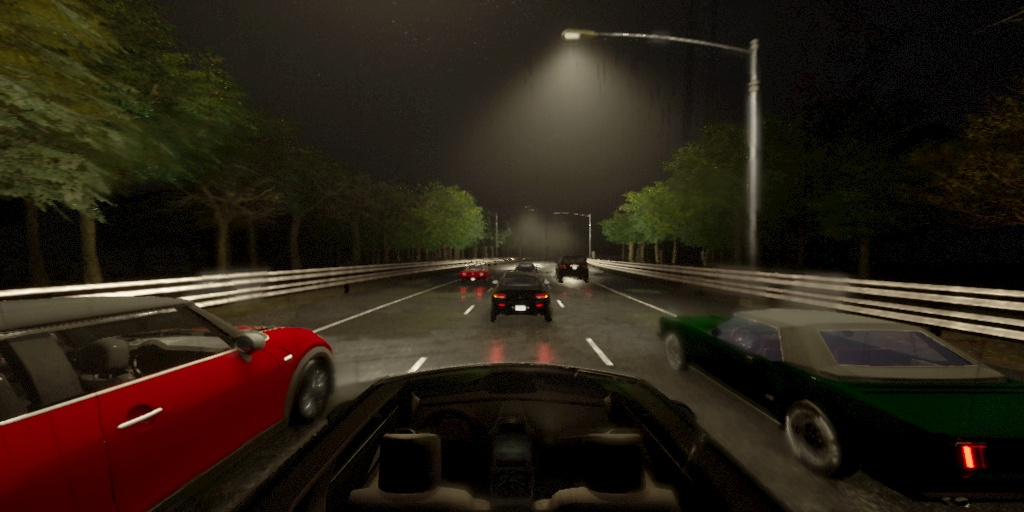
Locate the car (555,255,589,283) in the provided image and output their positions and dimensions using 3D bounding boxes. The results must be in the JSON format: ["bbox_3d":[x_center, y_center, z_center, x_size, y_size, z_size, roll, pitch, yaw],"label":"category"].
[{"bbox_3d":[4.541,0.910,27.605,2.150,2.045,5.566,0,0,4],"label":"car"}]

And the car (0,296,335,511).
[{"bbox_3d":[-3.357,1.096,2.833,2.097,1.767,4.553,0,0,0],"label":"car"}]

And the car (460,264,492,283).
[{"bbox_3d":[-2.526,1.285,26.813,1.895,1.301,4.718,0,0,4],"label":"car"}]

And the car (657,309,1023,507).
[{"bbox_3d":[3.644,1.347,4.635,1.895,1.301,4.718,0,0,0],"label":"car"}]

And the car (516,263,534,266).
[{"bbox_3d":[1.149,1.245,29.139,1.994,1.385,4.181,0,0,4],"label":"car"}]

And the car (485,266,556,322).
[{"bbox_3d":[0.300,1.250,12.106,1.812,1.442,4.674,0,0,2],"label":"car"}]
